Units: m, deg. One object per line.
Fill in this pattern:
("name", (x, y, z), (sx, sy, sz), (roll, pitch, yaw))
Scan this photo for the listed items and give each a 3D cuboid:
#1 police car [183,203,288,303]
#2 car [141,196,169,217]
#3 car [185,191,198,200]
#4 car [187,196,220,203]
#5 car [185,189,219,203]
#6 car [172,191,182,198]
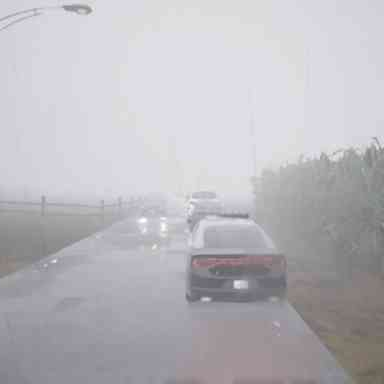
("police car", (0.814, 1.292, 8.124), (1.930, 1.638, 5.238), (0, 1, 0))
("car", (-2.881, 1.086, 26.411), (1.812, 1.442, 4.674), (0, 1, 0))
("car", (-0.070, 0.525, 59.808), (2.128, 1.511, 4.902), (0, 1, 0))
("car", (0.803, 1.209, 18.013), (1.837, 1.490, 4.892), (0, 1, 0))
("car", (0.793, 0.823, 24.037), (2.150, 2.045, 5.566), (0, 1, 0))
("car", (-2.837, 0.507, 67.156), (1.994, 1.385, 4.181), (0, 1, 0))
